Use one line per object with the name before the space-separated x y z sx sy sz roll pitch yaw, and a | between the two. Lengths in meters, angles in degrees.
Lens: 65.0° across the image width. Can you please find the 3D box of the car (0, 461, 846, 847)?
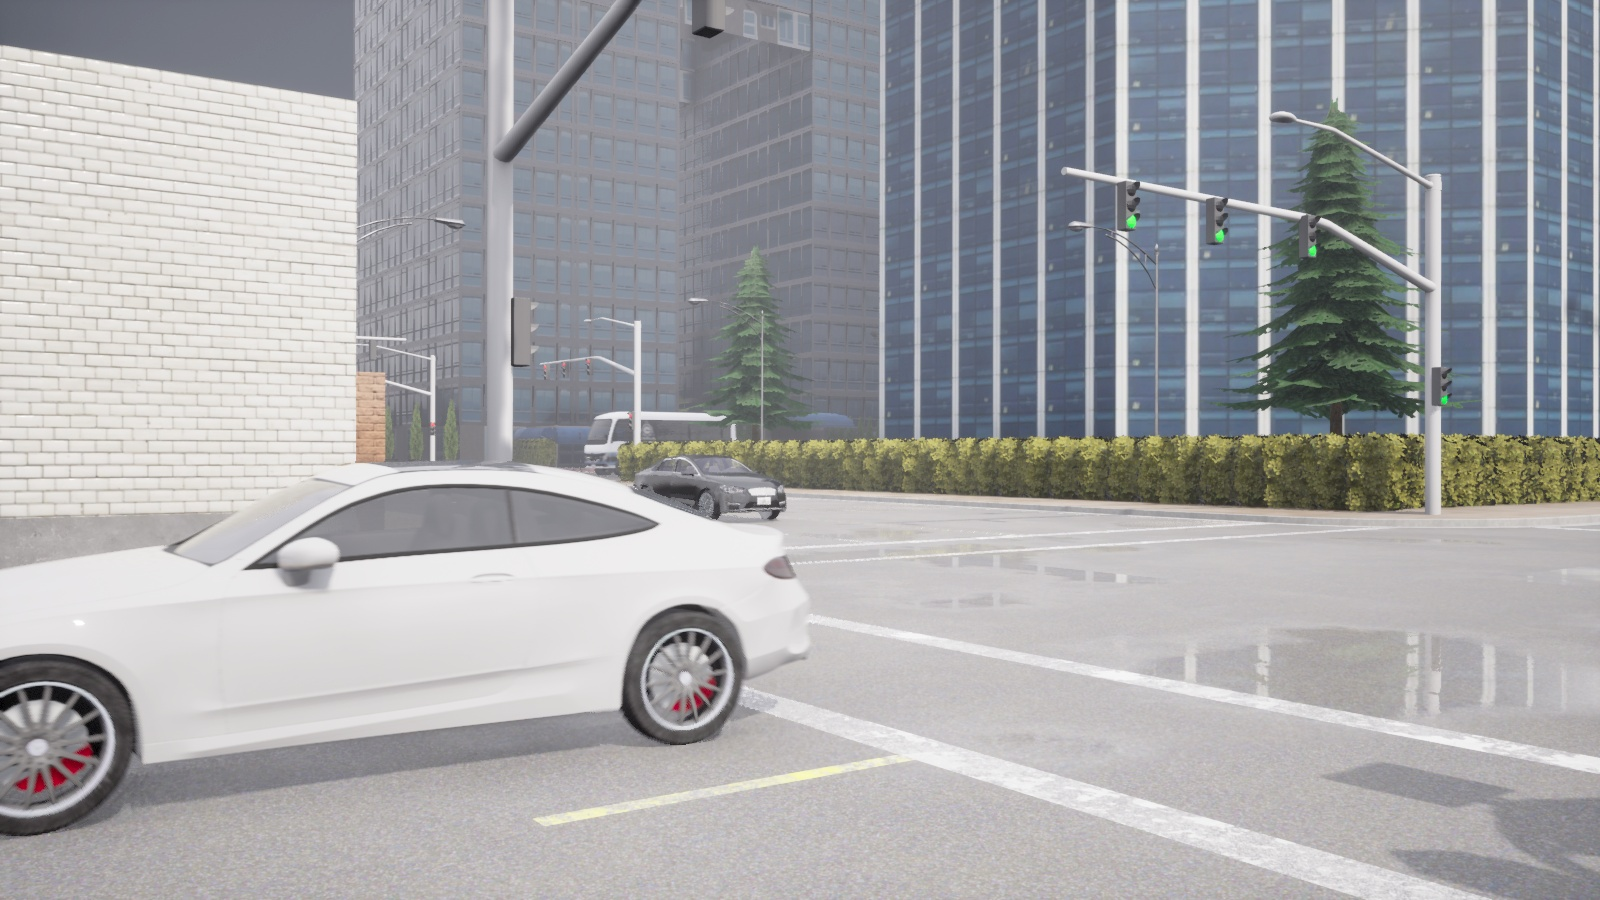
car | -2.200 0.791 6.398 4.674 1.442 1.812 0 0 -33

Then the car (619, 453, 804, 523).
car | -2.194 0.834 29.697 2.128 1.511 4.902 0 0 -35

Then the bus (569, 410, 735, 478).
bus | -9.691 -0.353 82.897 10.273 4.253 3.944 0 0 -35
